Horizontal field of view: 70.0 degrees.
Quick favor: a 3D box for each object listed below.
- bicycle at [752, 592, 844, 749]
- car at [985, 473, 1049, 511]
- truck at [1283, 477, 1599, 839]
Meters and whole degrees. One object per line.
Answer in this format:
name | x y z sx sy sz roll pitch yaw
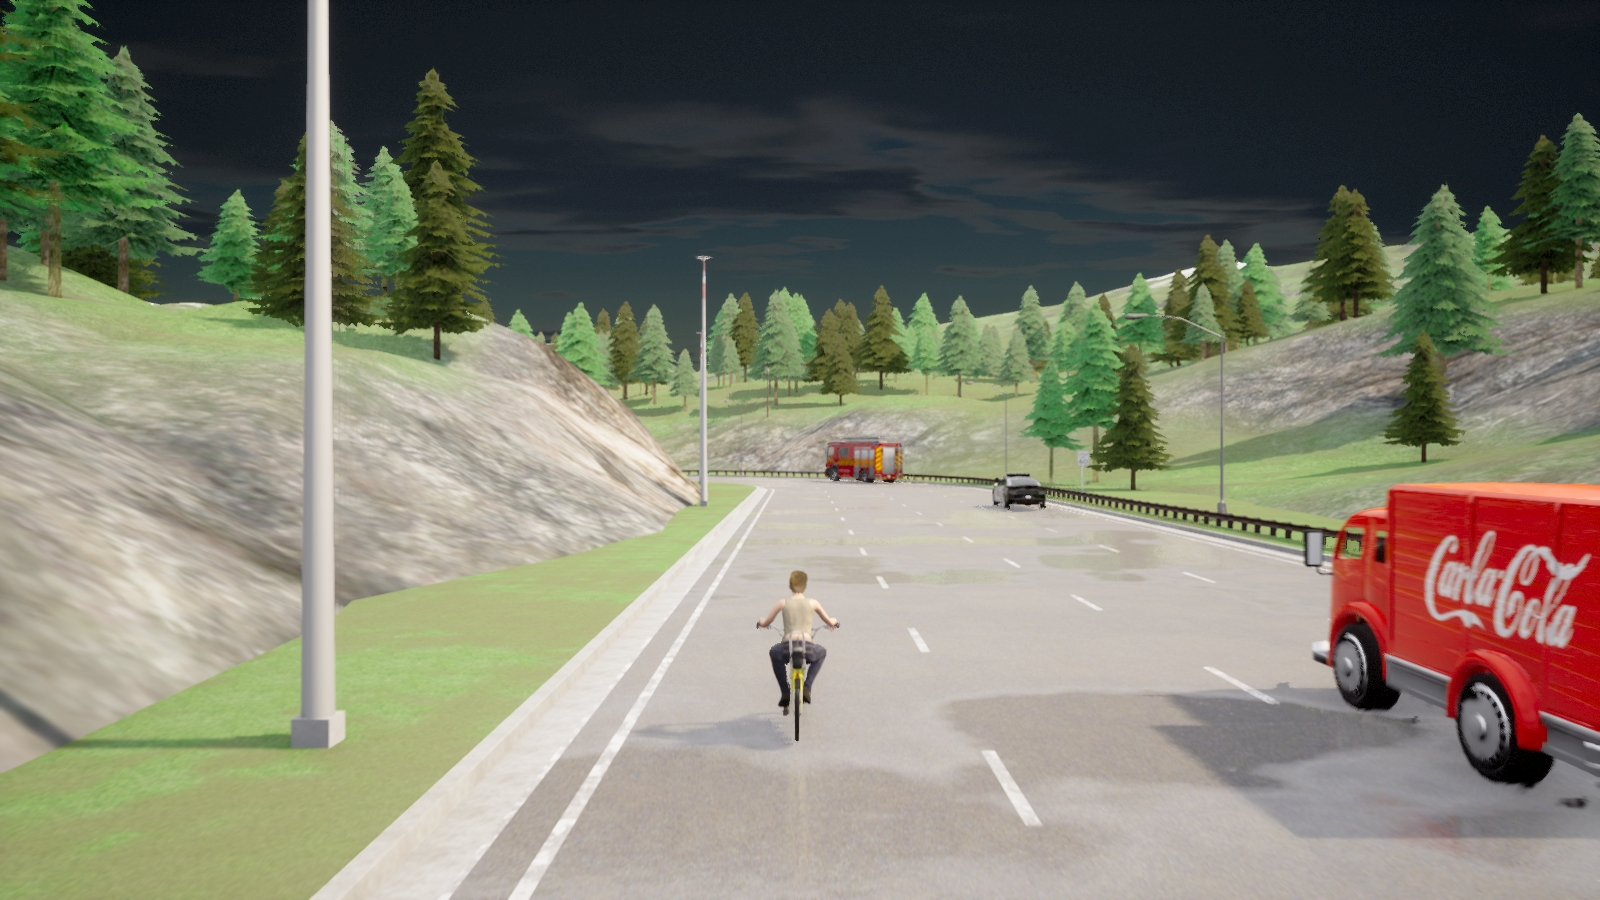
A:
bicycle | -0.021 2.152 11.420 0.859 1.276 1.487 0 0 0
car | 10.363 1.957 54.891 2.097 1.638 5.238 0 0 0
truck | 6.996 1.565 10.837 2.627 2.467 5.204 0 0 0
